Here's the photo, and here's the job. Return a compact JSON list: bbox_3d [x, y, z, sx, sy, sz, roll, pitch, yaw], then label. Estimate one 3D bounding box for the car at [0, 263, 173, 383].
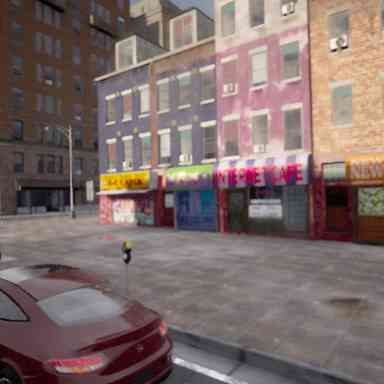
[{"bbox_3d":[-2.152,1.625,4.364,4.206,1.307,1.802,-1,-1,36],"label":"car"}]
